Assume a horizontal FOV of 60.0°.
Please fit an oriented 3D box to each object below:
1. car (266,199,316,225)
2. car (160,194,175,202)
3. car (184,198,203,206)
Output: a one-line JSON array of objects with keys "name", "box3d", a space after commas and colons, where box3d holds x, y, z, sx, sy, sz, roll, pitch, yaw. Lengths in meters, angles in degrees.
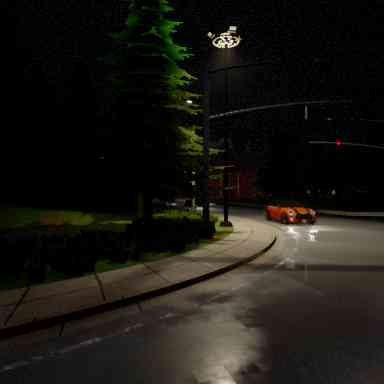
[{"name": "car", "box3d": [7.043, 1.351, 23.999, 2.097, 1.767, 4.553, 0, 0, -9]}, {"name": "car", "box3d": [-5.155, 1.311, 67.996, 2.150, 2.045, 5.566, 0, 0, -18]}, {"name": "car", "box3d": [0.333, 1.601, 49.882, 1.895, 1.301, 4.718, 0, 0, -16]}]
